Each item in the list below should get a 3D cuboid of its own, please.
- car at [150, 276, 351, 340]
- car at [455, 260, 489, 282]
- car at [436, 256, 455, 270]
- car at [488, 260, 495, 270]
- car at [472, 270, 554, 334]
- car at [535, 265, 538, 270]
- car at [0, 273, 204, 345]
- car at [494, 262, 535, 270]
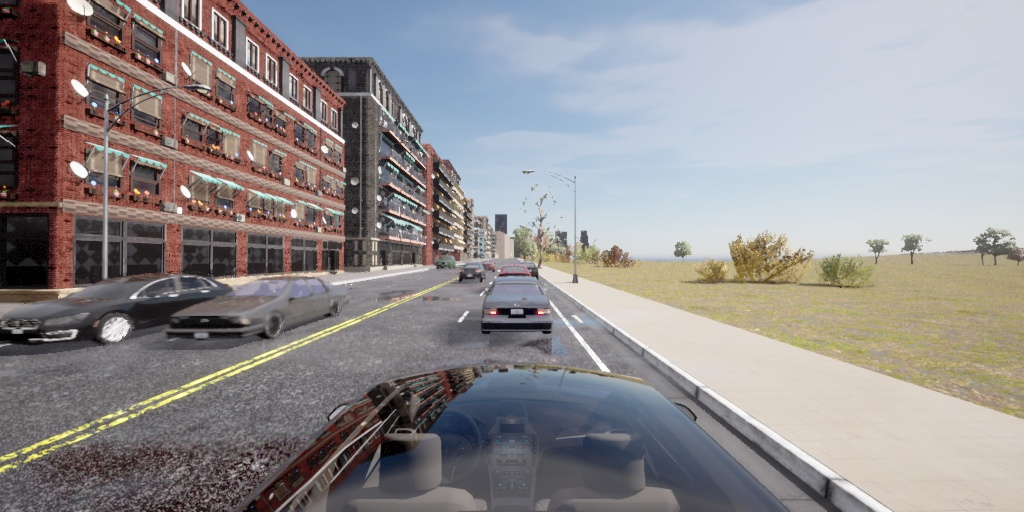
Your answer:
[{"bbox_3d":[-6.581,1.299,10.259,2.033,1.411,5.357,0,0,0],"label":"car"},{"bbox_3d":[-3.081,1.280,28.624,1.812,1.442,4.674,0,-1,0],"label":"car"},{"bbox_3d":[-9.709,0.973,53.061,2.150,2.045,5.566,0,0,0],"label":"car"},{"bbox_3d":[-3.036,1.279,45.471,1.812,1.442,4.674,0,0,0],"label":"car"},{"bbox_3d":[0.122,1.299,10.577,2.033,1.411,5.357,0,0,0],"label":"car"},{"bbox_3d":[1.212,1.232,30.554,1.882,1.535,5.008,0,0,0],"label":"car"},{"bbox_3d":[-9.832,1.256,9.559,1.837,1.490,4.892,0,0,0],"label":"car"},{"bbox_3d":[0.152,1.231,21.117,1.882,1.535,5.008,0,0,0],"label":"car"}]
